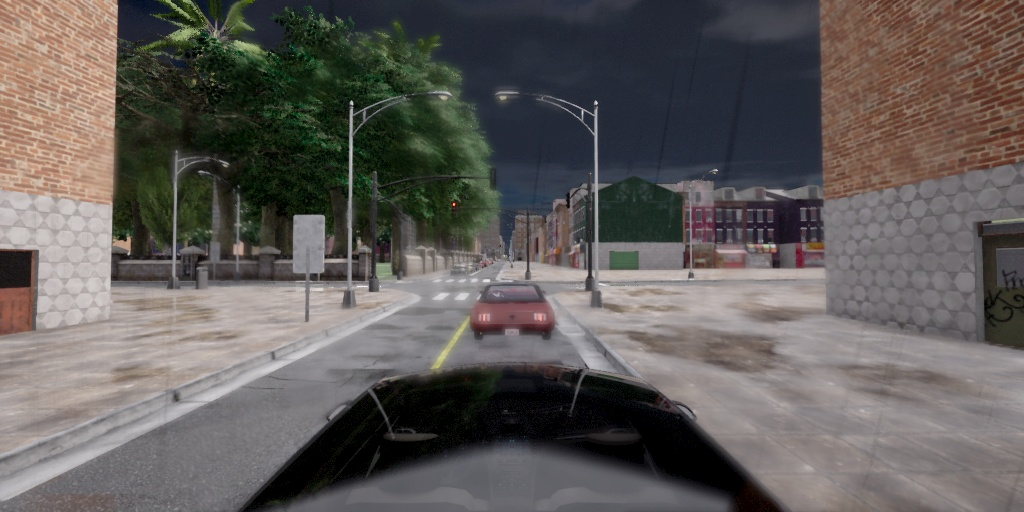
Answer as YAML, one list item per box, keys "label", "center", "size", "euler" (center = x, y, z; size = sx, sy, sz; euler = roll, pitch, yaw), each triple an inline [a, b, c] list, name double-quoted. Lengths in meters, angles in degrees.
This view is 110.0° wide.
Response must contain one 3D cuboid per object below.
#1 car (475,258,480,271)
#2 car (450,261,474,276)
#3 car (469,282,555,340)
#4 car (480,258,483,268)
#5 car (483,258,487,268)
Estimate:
- label: "car"
  center: [-5.580, 1.347, 45.546]
  size: [2.007, 1.370, 4.403]
  euler: [0, 0, 0]
- label: "car"
  center: [-5.546, 1.334, 38.411]
  size: [2.007, 1.370, 4.403]
  euler: [0, 0, 0]
- label: "car"
  center: [0.025, 1.355, 9.940]
  size: [1.895, 1.301, 4.718]
  euler: [0, 0, 0]
- label: "car"
  center: [-5.627, 1.373, 50.996]
  size: [1.948, 1.339, 4.313]
  euler: [0, 0, 0]
- label: "car"
  center: [-5.720, 1.420, 61.895]
  size: [1.802, 1.307, 4.207]
  euler: [0, 0, 0]
